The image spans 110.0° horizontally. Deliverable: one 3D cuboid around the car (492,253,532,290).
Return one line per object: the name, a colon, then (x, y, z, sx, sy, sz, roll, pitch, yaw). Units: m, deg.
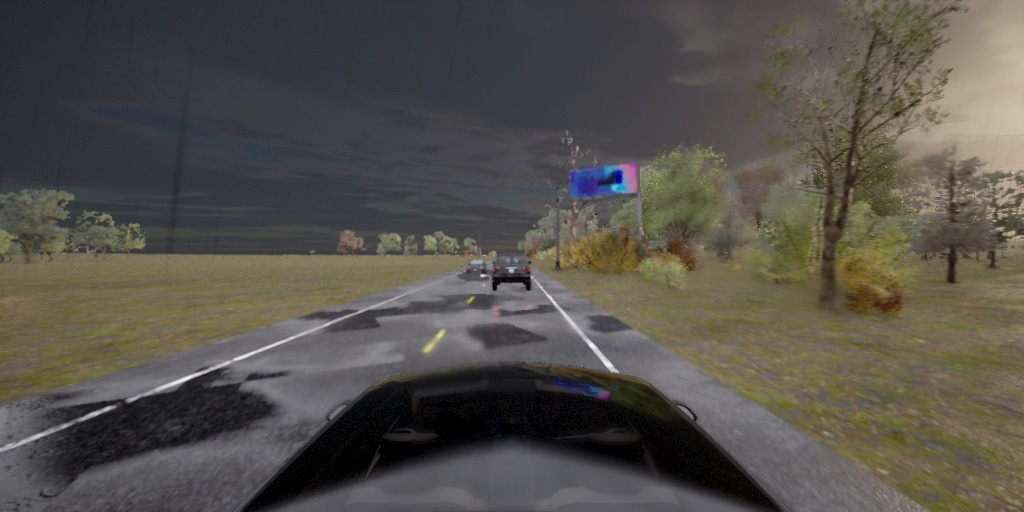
car: (-0.010, 0.842, 21.275, 2.150, 2.045, 5.566, 0, 0, 0)

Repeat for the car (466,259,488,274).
car: (-3.556, 1.052, 36.864, 1.812, 1.442, 4.674, 0, 0, 0)
